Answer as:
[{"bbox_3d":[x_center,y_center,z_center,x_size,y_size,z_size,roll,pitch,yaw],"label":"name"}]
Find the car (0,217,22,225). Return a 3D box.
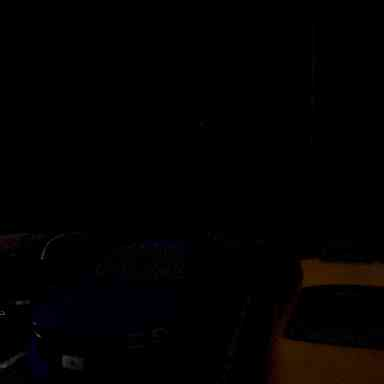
[{"bbox_3d":[-5.540,1.450,9.262,2.185,1.767,4.553,-1,-1,14],"label":"car"}]

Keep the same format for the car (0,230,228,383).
[{"bbox_3d":[-0.573,1.518,5.826,2.097,1.535,5.008,0,-1,15],"label":"car"}]

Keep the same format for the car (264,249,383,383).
[{"bbox_3d":[1.923,1.489,4.256,1.946,1.575,5.366,-1,-1,15],"label":"car"}]

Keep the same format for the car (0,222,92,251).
[{"bbox_3d":[-3.055,1.548,7.544,2.231,1.521,4.892,-1,-1,15],"label":"car"}]
